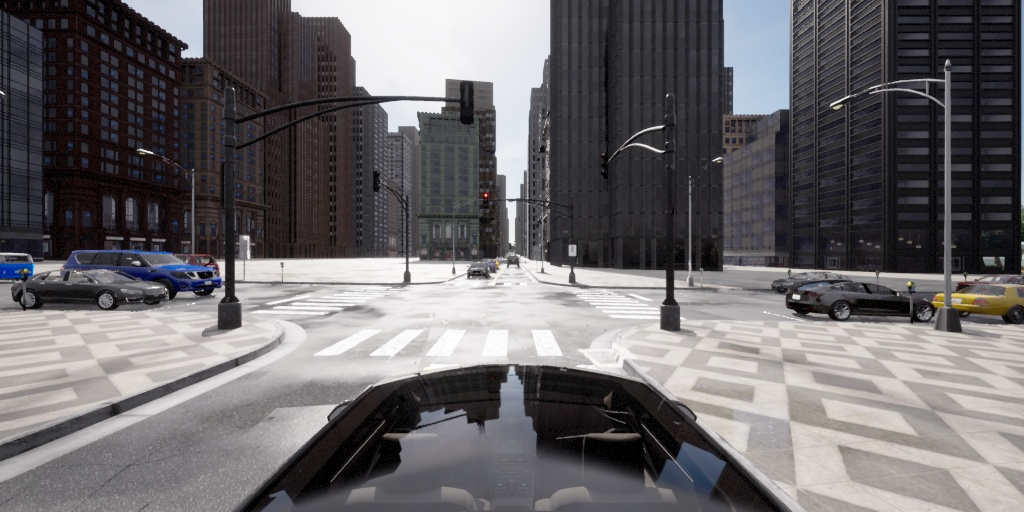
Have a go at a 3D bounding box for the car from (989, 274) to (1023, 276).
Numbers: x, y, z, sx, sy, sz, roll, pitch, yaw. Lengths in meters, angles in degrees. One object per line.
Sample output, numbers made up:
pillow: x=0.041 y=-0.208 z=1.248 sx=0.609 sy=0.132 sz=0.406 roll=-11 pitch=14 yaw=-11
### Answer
car: x=29.106 y=1.765 z=21.183 sx=4.507 sy=1.381 sz=1.888 roll=0 pitch=0 yaw=0

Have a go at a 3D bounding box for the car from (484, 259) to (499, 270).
car: x=-2.982 y=1.225 z=53.531 sx=1.882 sy=1.535 sz=5.008 roll=0 pitch=0 yaw=0

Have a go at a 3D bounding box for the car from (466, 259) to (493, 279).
car: x=-3.035 y=1.253 z=33.250 sx=1.837 sy=1.490 sz=4.892 roll=0 pitch=0 yaw=0

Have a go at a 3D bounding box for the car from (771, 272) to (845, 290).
car: x=17.820 y=1.590 z=21.208 sx=4.403 sy=1.370 sz=2.007 roll=0 pitch=0 yaw=0

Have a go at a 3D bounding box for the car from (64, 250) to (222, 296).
car: x=-15.814 y=0.771 z=15.419 sx=5.566 sy=2.045 sz=2.150 roll=1 pitch=0 yaw=0

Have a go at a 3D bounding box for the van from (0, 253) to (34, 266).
van: x=-31.105 y=0.679 z=21.224 sx=3.998 sy=1.789 sz=1.690 roll=0 pitch=0 yaw=0

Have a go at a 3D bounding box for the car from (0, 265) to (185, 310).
car: x=-14.758 y=1.116 z=12.661 sx=4.403 sy=1.370 sz=2.007 roll=0 pitch=0 yaw=0

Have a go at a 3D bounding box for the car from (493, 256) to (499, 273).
car: x=-3.009 y=1.099 z=43.381 sx=2.097 sy=1.767 sz=4.553 roll=0 pitch=0 yaw=0

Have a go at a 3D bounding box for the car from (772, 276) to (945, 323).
car: x=12.150 y=1.523 z=12.696 sx=4.313 sy=1.339 sz=1.948 roll=0 pitch=0 yaw=0

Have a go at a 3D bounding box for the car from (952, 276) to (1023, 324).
car: x=17.962 y=1.570 z=12.683 sx=4.829 sy=1.417 sz=1.751 roll=0 pitch=0 yaw=0
